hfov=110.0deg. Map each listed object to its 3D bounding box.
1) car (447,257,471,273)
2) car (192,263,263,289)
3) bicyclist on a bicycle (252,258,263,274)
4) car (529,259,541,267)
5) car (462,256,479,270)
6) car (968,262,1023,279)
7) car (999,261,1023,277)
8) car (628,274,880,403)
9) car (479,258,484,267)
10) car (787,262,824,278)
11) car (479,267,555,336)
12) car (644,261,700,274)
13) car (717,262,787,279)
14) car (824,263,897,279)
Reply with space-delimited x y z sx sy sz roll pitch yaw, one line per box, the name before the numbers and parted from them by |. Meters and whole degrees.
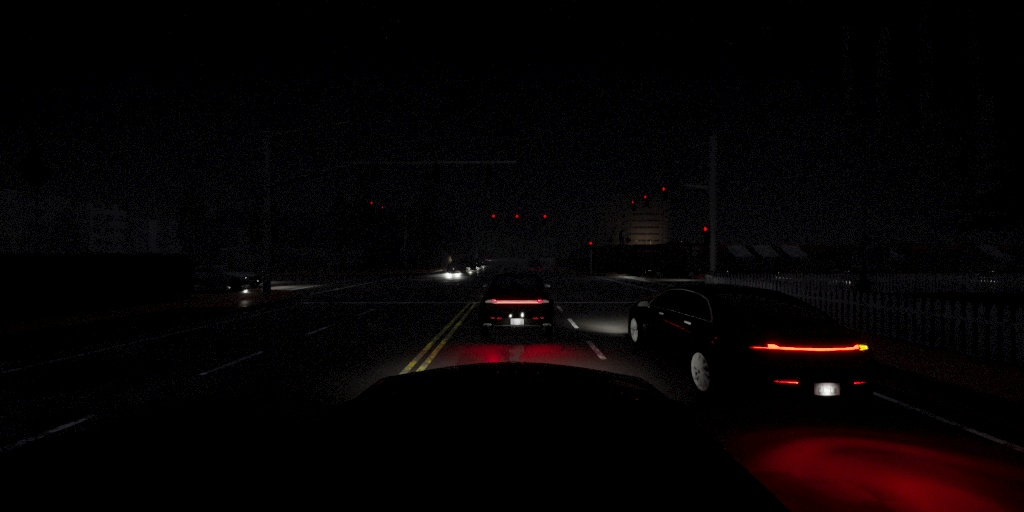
car | -6.825 1.240 44.431 2.128 1.511 4.902 0 0 1
car | -18.154 1.275 22.300 4.674 1.442 1.812 0 0 0
bicyclist on a bicycle | -26.161 1.049 36.892 0.582 1.620 1.656 0 0 -3
car | 3.970 1.273 61.005 1.812 1.442 4.674 0 0 1
car | -6.757 0.969 54.338 2.150 2.045 5.566 0 0 1
car | 41.808 1.275 30.457 4.674 1.442 1.812 0 0 -1
car | 50.134 1.242 34.051 4.902 1.511 2.128 0 0 -1
car | 3.589 1.255 6.467 1.837 1.490 4.892 0 0 1
car | -6.655 1.252 64.479 1.837 1.490 4.892 0 0 1
car | 28.117 1.295 33.727 5.357 1.411 2.033 0 0 -1
car | 0.134 1.241 10.372 2.128 1.511 4.902 0 0 0
car | 14.933 1.254 33.545 4.892 1.490 1.837 0 0 1
car | 19.627 1.240 30.067 4.902 1.511 2.128 0 0 -1
car | 29.607 1.275 30.244 4.674 1.442 1.812 0 0 -1
